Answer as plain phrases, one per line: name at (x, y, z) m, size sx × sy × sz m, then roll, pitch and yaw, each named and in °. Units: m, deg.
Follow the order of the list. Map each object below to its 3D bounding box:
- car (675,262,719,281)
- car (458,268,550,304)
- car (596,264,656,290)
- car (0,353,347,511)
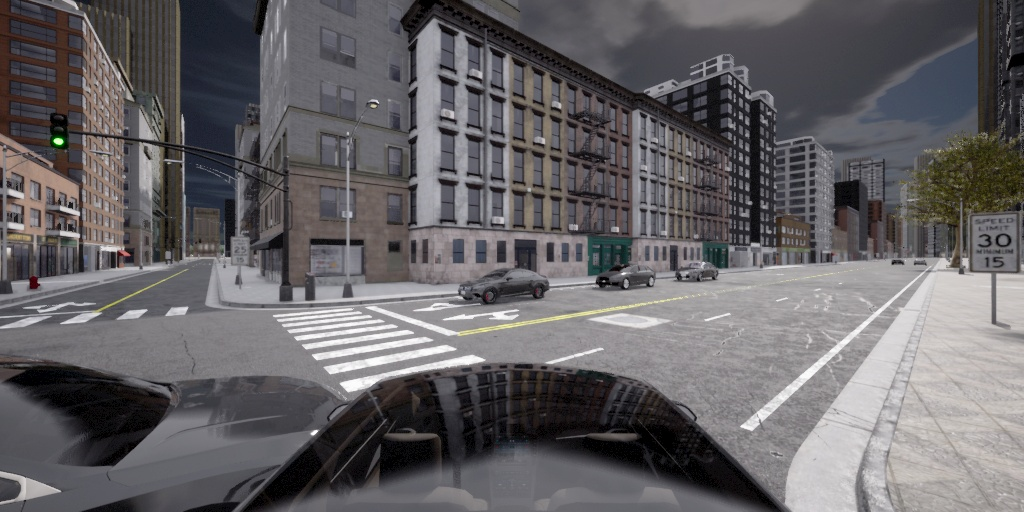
car at (15.264, 1.232, 29.506) m, size 4.902 × 1.511 × 2.128 m, roll 0°, pitch 0°, yaw -40°
car at (-0.265, 1.285, 16.600) m, size 4.674 × 1.442 × 1.812 m, roll 0°, pitch 0°, yaw -40°
car at (7.342, 1.255, 22.928) m, size 4.892 × 1.490 × 1.837 m, roll 0°, pitch 0°, yaw -40°
car at (-3.246, 1.257, 1.587) m, size 4.892 × 1.490 × 1.837 m, roll 0°, pitch 0°, yaw -35°
